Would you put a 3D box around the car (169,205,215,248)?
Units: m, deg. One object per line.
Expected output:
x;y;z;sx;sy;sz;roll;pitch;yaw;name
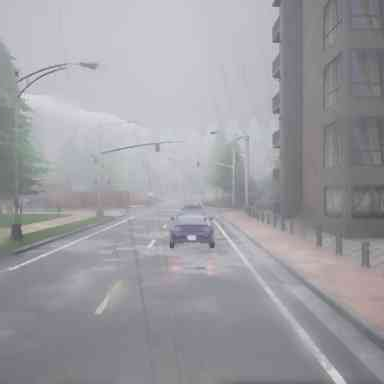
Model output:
0.000;1.532;14.650;1.812;1.442;4.674;0;0;0;car

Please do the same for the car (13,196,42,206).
-25.019;1.158;51.246;1.932;1.855;4.605;0;0;-1;car

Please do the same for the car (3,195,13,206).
-27.524;1.159;50.799;1.905;1.878;3.866;0;0;-1;car

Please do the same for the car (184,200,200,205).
0.000;1.515;29.650;1.837;1.490;4.892;0;0;0;car
